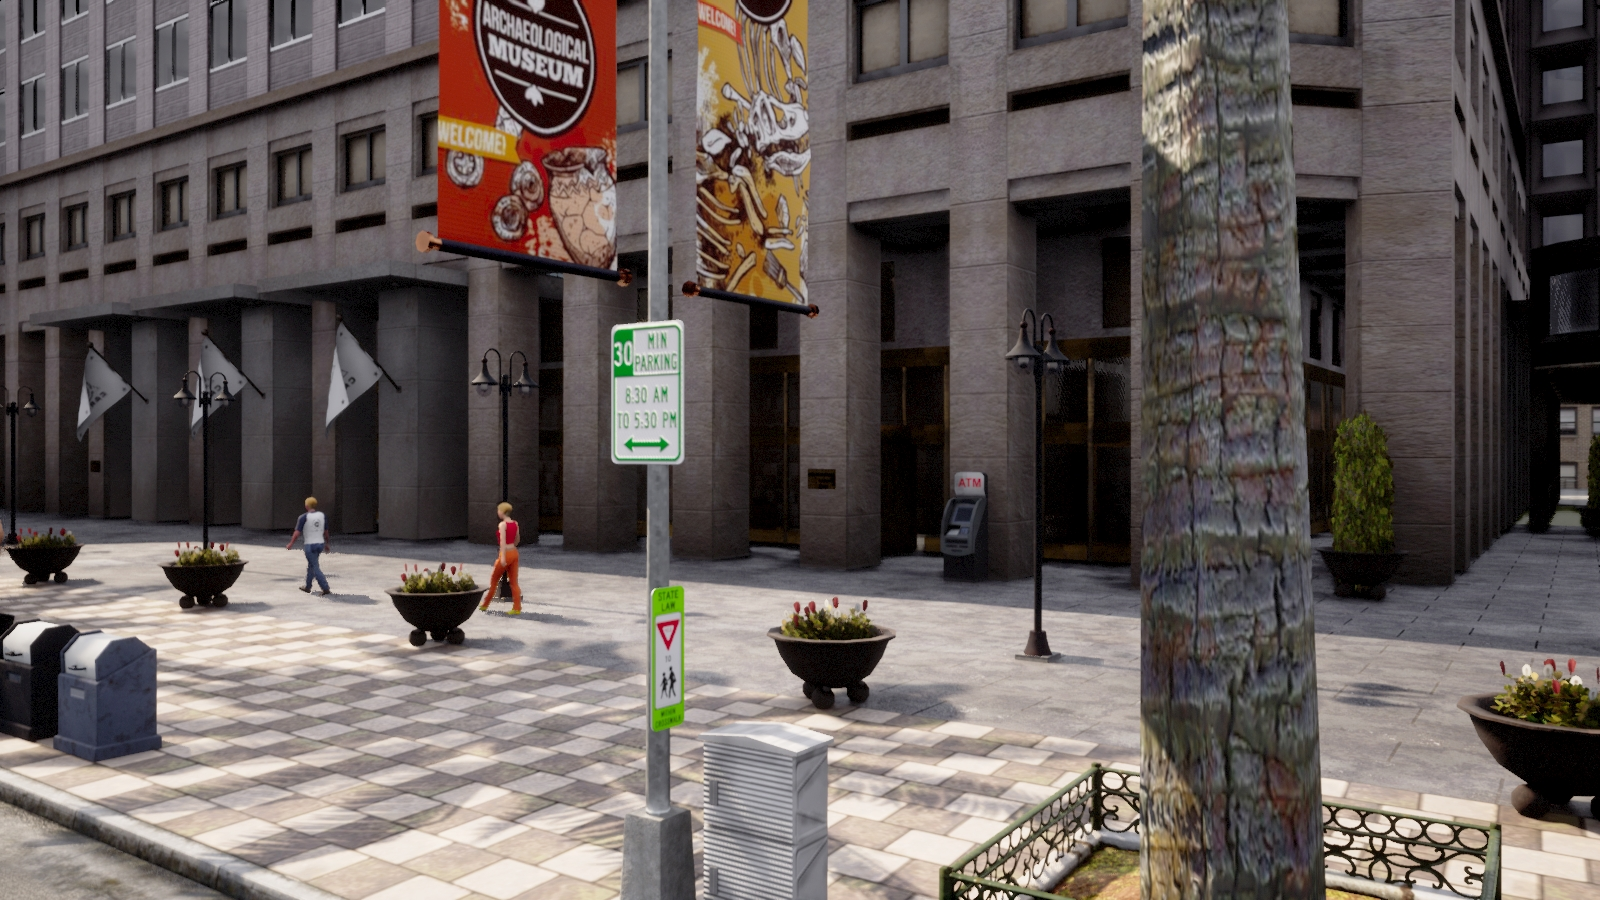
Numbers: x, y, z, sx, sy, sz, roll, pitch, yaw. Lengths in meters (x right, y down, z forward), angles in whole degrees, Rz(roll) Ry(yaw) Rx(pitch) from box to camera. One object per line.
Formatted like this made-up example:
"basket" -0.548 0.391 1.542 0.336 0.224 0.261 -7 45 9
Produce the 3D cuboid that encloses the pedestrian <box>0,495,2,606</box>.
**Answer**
"pedestrian" -13.734 1.695 19.250 0.375 1.860 0.375 0 0 36

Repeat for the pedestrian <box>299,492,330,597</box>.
"pedestrian" -8.813 1.698 20.725 0.375 1.860 0.375 0 0 35

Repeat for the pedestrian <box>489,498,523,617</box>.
"pedestrian" -4.701 1.704 18.296 0.375 1.860 0.375 0 0 30
